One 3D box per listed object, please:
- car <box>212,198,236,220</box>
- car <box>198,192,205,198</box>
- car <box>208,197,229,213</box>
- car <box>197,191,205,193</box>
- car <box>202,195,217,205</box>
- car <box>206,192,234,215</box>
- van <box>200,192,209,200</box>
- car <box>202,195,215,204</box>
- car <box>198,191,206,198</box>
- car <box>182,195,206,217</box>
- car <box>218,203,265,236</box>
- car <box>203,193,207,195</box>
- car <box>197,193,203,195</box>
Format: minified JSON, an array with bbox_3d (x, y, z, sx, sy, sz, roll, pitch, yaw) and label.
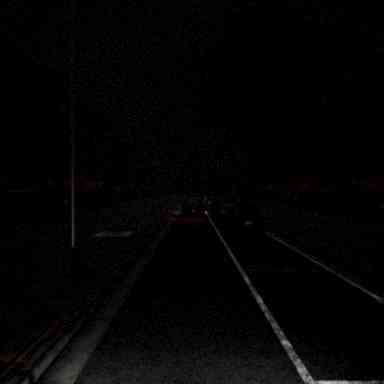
[{"bbox_3d":[2.654,1.397,23.315,1.752,1.417,4.829,0,0,0],"label":"car"},{"bbox_3d":[2.706,0.772,95.240,1.967,1.590,4.097,0,0,0],"label":"car"},{"bbox_3d":[2.662,1.325,34.406,1.752,1.417,4.829,0,0,0],"label":"car"},{"bbox_3d":[2.687,0.868,67.511,2.192,1.841,5.009,0,0,0],"label":"car"},{"bbox_3d":[2.675,1.236,50.876,2.008,1.369,4.403,0,0,0],"label":"car"},{"bbox_3d":[2.657,1.152,28.689,2.192,1.841,5.009,0,0,0],"label":"car"},{"bbox_3d":[2.691,0.850,73.056,1.690,1.788,3.998,0,0,0],"label":"van"},{"bbox_3d":[2.679,1.192,56.421,2.008,1.369,4.403,0,0,0],"label":"car"},{"bbox_3d":[2.703,0.691,89.693,2.192,1.841,5.009,0,0,0],"label":"car"},{"bbox_3d":[0.112,1.312,29.136,1.882,1.535,5.008,0,1,0],"label":"car"},{"bbox_3d":[2.649,1.474,17.600,1.947,1.339,4.313,0,0,0],"label":"car"},{"bbox_3d":[2.666,1.205,39.781,1.967,1.590,4.097,0,0,0],"label":"car"},{"bbox_3d":[0.116,1.228,41.882,1.882,1.535,5.008,0,1,0],"label":"car"}]
